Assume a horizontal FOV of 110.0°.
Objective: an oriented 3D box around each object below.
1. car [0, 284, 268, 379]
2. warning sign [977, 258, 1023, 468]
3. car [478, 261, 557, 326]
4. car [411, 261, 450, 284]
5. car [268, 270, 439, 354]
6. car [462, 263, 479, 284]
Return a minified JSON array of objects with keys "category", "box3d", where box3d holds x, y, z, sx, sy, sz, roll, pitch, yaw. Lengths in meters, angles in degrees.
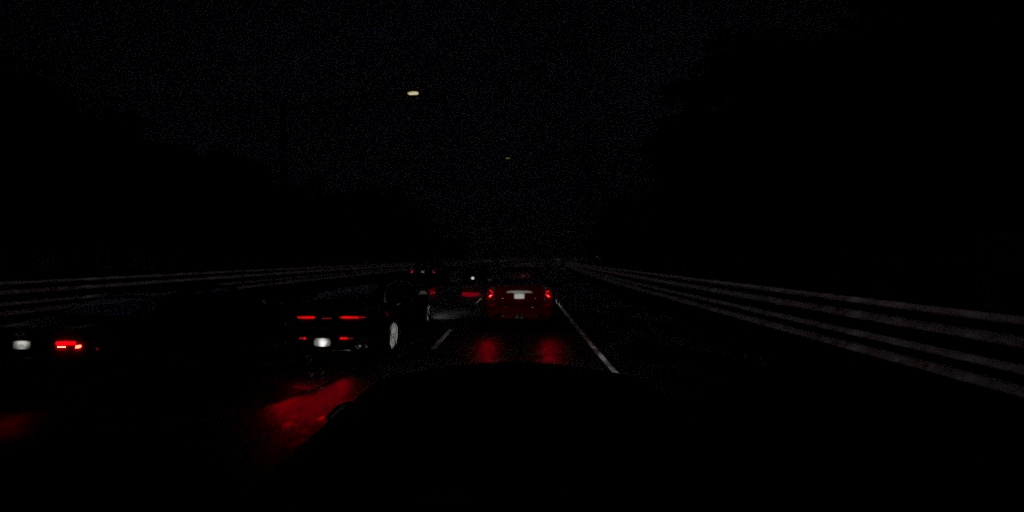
[{"category":"car","box3d":[-6.848,1.302,7.548,2.033,1.411,5.357,0,0,1]},{"category":"warning sign","box3d":[4.546,0.871,2.637,1.300,1.860,1.060,0,0,0]},{"category":"car","box3d":[0.252,1.124,11.924,2.097,1.767,4.553,0,0,1]},{"category":"car","box3d":[-6.145,1.151,27.262,2.097,1.767,4.553,0,0,3]},{"category":"car","box3d":[-3.322,1.267,8.784,1.837,1.490,4.892,0,0,1]},{"category":"car","box3d":[-2.623,1.309,27.582,1.837,1.490,4.892,0,0,3]}]
